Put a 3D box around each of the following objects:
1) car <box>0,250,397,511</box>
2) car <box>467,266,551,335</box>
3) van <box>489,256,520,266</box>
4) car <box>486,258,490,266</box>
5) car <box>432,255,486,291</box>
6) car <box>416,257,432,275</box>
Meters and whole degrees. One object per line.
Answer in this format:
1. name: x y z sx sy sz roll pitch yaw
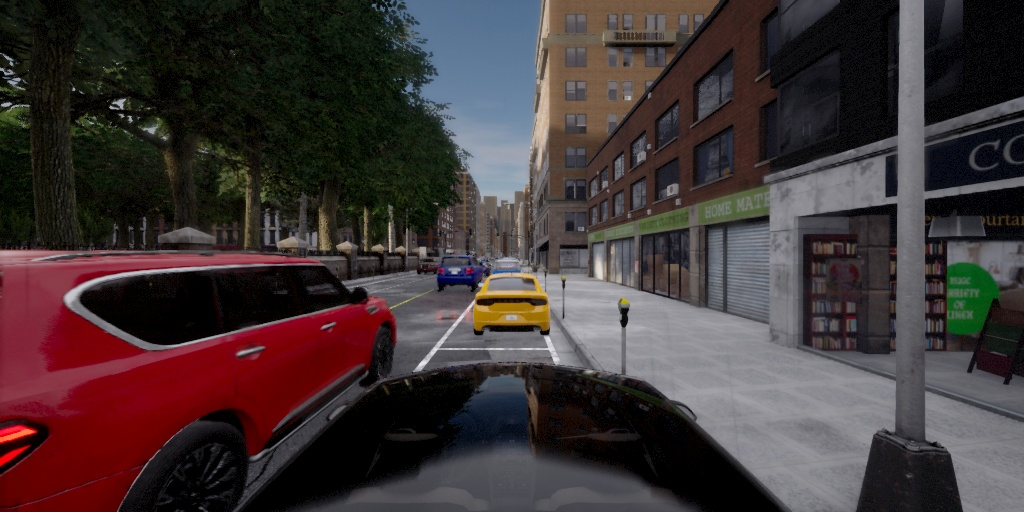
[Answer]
1. car: -3.045 0.973 3.805 2.150 2.045 5.566 0 0 0
2. car: -0.005 1.225 10.500 1.882 1.535 5.008 0 0 0
3. van: -0.289 1.083 21.849 1.690 1.789 3.998 0 0 0
4. car: -3.141 1.254 36.250 1.812 1.442 4.674 0 0 0
5. car: -3.047 0.964 21.782 2.150 2.045 5.566 0 0 0
6. car: -8.813 1.040 38.791 2.192 1.841 5.009 0 0 0
